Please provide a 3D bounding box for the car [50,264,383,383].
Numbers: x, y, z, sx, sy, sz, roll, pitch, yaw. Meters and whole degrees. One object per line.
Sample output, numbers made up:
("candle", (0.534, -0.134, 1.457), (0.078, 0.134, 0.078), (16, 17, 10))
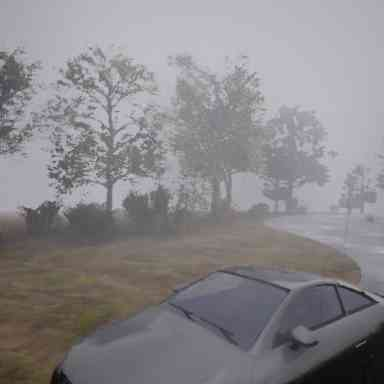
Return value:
("car", (0.710, 1.589, 3.679), (4.181, 1.385, 1.994), (1, 0, -38))
